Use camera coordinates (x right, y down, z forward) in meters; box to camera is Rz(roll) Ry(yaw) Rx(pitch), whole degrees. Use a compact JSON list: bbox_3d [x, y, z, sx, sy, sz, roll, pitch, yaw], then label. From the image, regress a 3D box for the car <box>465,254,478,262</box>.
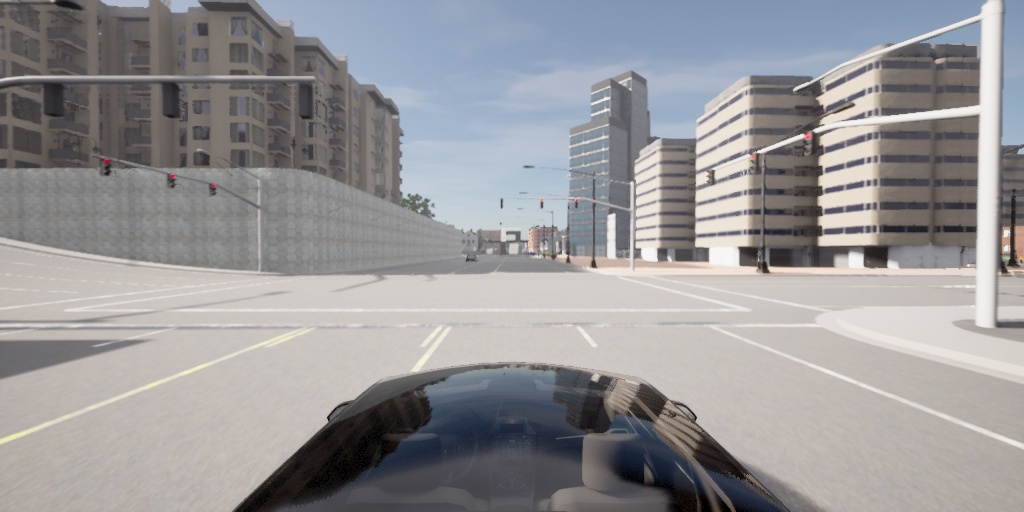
[{"bbox_3d":[-7.027,0.371,62.394,1.837,1.490,4.892,0,3,0],"label":"car"}]
